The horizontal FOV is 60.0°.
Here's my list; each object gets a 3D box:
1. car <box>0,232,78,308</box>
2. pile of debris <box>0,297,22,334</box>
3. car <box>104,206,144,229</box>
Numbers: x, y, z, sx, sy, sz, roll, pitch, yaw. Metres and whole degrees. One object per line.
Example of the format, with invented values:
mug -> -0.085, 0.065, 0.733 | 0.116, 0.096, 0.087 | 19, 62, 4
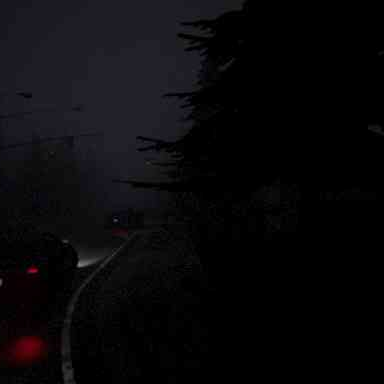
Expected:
car -> -4.046, 1.658, 8.028 | 1.994, 1.385, 4.181 | 0, -1, -12
pile of debris -> -4.039, 2.254, 5.885 | 1.500, 0.140, 1.860 | 0, -1, -15
car -> -4.831, 1.759, 24.347 | 1.882, 1.535, 5.008 | 0, -1, 4
